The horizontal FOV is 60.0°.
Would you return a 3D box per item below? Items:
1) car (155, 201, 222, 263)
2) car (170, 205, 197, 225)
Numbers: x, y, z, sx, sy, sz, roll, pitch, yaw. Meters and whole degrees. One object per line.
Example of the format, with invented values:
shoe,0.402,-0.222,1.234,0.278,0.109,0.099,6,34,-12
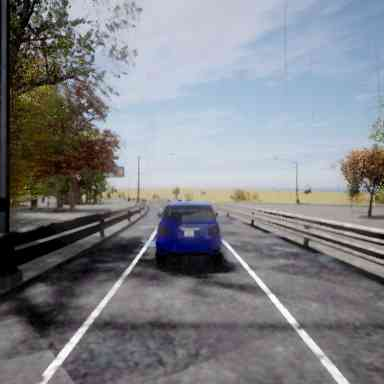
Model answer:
car,-0.150,1.352,12.645,2.150,2.045,5.566,0,0,-1
car,-0.812,1.827,27.625,2.033,1.411,5.357,0,-1,-3
